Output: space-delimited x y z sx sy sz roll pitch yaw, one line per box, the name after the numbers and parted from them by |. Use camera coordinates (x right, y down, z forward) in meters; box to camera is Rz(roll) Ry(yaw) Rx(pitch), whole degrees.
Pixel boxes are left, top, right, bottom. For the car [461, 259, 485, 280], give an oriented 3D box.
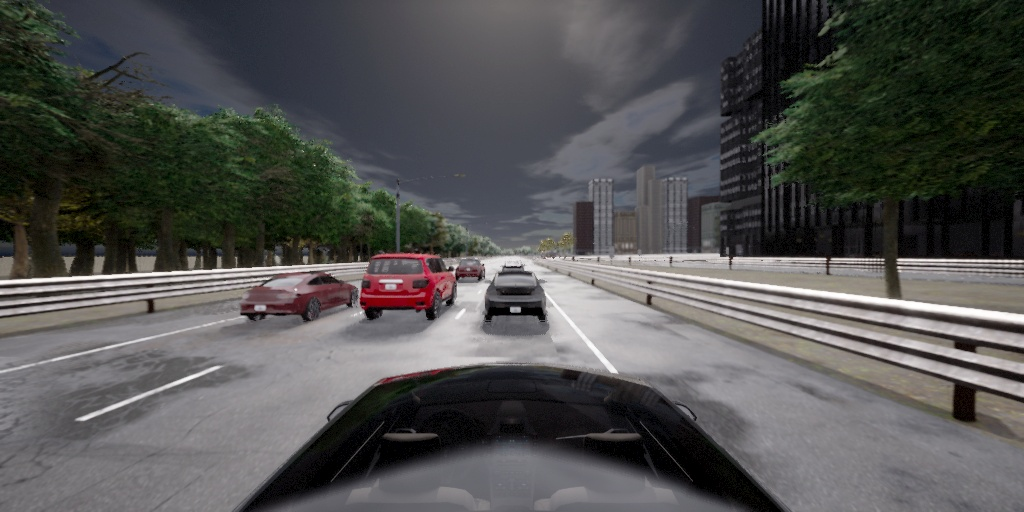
-3.402 1.037 30.038 2.097 1.767 4.553 0 0 0 | car

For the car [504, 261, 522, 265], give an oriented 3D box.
0.099 1.176 30.247 2.128 1.511 4.902 0 0 0 | car

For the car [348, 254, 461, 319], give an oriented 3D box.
-3.401 0.946 12.737 2.150 2.045 5.566 0 0 0 | car

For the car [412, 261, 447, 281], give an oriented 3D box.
-6.901 1.189 30.380 1.837 1.490 4.892 0 0 0 | car

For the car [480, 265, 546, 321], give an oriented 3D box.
0.100 1.230 12.286 1.837 1.490 4.892 0 0 0 | car

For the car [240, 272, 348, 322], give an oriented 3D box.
-6.902 1.252 12.135 1.812 1.442 4.674 0 0 0 | car
